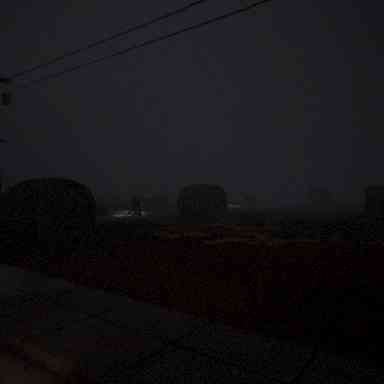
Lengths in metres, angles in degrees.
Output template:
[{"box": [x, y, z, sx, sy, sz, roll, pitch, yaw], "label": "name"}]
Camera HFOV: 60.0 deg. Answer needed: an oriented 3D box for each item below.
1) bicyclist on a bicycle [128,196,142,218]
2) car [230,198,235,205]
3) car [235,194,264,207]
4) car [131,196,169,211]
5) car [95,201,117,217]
[{"box": [-4.337, 1.119, 25.264, 1.656, 1.620, 0.582, 0, 0, 38], "label": "bicyclist on a bicycle"}, {"box": [7.975, 1.141, 52.783, 2.097, 1.767, 4.553, 1, 0, 38], "label": "car"}, {"box": [8.518, 1.398, 47.730, 1.895, 1.301, 4.718, 1, 0, 39], "label": "car"}, {"box": [-4.590, 1.265, 37.021, 1.837, 1.490, 4.892, 1, 1, 38], "label": "car"}, {"box": [-8.066, 1.353, 26.452, 1.994, 1.385, 4.181, 1, 0, 37], "label": "car"}]
